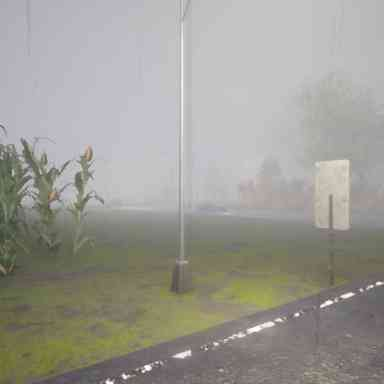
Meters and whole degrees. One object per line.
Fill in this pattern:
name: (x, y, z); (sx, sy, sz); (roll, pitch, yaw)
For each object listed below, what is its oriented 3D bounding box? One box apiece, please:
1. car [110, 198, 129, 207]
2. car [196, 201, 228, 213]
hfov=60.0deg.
car: (-13.034, 1.844, 59.895); (2.128, 1.511, 4.902); (0, 0, -37)
car: (2.390, 1.762, 40.150); (1.994, 1.385, 4.181); (0, 0, -39)
